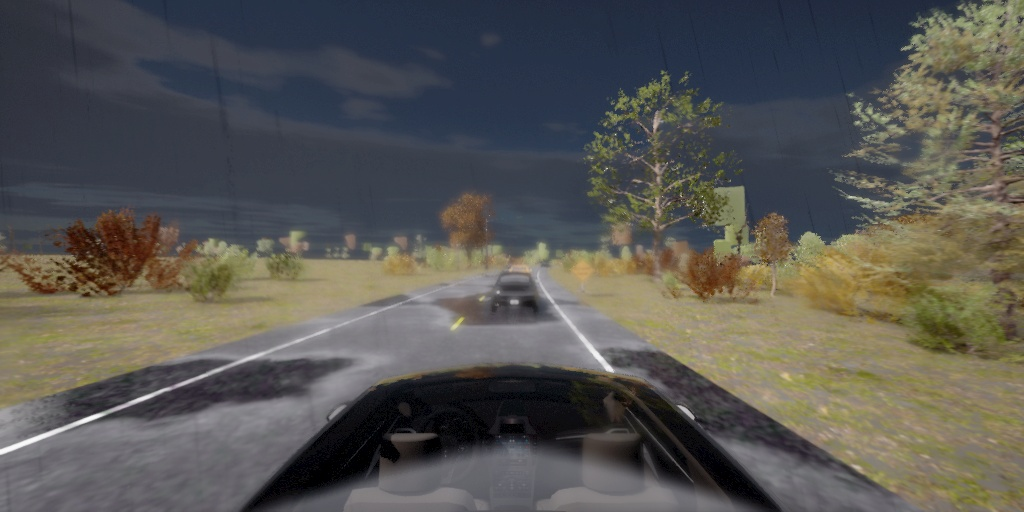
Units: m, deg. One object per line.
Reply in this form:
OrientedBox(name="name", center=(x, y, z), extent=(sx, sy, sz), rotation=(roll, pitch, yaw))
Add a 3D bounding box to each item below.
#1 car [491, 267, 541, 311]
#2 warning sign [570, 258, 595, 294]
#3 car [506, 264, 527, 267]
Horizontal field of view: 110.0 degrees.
OrientedBox(name="car", center=(0.160, 1.407, 15.260), extent=(1.837, 1.490, 4.892), rotation=(0, 0, 2))
OrientedBox(name="warning sign", center=(3.779, 1.057, 19.107), extent=(1.300, 1.860, 1.060), rotation=(0, 0, 2))
OrientedBox(name="car", center=(0.706, 1.561, 30.966), extent=(1.882, 1.535, 5.008), rotation=(0, 0, 3))
